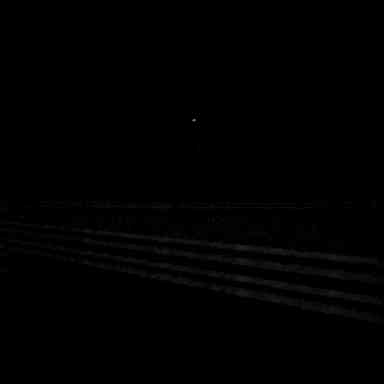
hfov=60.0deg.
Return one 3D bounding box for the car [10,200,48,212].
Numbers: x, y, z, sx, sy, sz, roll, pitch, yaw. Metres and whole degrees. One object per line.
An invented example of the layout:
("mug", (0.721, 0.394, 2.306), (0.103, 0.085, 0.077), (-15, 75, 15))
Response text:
("car", (-21.496, 1.792, 43.527), (5.357, 1.411, 2.033), (0, 0, 15))
